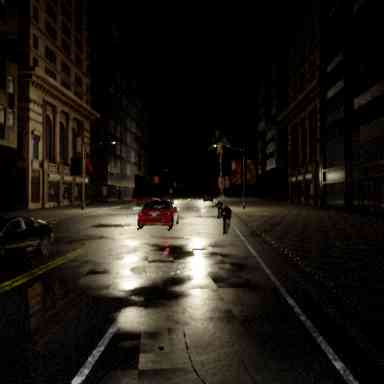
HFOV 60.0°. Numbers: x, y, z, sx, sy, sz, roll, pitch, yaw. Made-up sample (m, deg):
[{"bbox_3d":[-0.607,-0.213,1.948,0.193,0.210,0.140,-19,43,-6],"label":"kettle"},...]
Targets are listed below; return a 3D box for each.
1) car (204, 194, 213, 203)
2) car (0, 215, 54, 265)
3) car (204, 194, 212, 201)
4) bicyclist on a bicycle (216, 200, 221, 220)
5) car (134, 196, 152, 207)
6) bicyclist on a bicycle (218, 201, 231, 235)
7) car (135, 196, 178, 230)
[{"bbox_3d":[3.235,1.336,65.576,1.837,1.490,4.892,0,0,3],"label":"car"},{"bbox_3d":[-6.046,1.487,10.249,2.128,1.511,4.902,0,0,3],"label":"car"},{"bbox_3d":[3.711,1.253,77.734,1.882,1.535,5.008,0,0,3],"label":"car"},{"bbox_3d":[2.211,1.434,26.403,0.582,1.620,1.656,0,0,3],"label":"bicyclist on a bicycle"},{"bbox_3d":[-7.396,1.382,50.869,1.882,1.535,5.008,0,0,3],"label":"car"},{"bbox_3d":[1.782,1.445,17.195,0.582,1.620,1.656,0,0,3],"label":"bicyclist on a bicycle"},{"bbox_3d":[-2.072,1.340,21.368,2.097,1.767,4.553,0,0,3],"label":"car"}]
